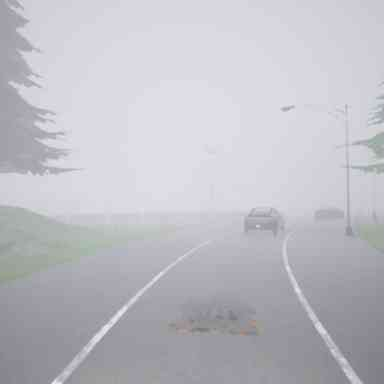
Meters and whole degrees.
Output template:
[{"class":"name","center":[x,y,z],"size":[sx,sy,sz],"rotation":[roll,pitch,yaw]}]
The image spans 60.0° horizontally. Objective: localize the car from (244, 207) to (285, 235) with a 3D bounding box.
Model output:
[{"class":"car","center":[4.432,1.664,20.072],"size":[2.128,1.511,4.902],"rotation":[-1,-2,21]}]

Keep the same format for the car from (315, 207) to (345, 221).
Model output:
[{"class":"car","center":[15.376,2.397,37.023],"size":[1.882,1.535,5.008],"rotation":[-6,-7,42]}]
